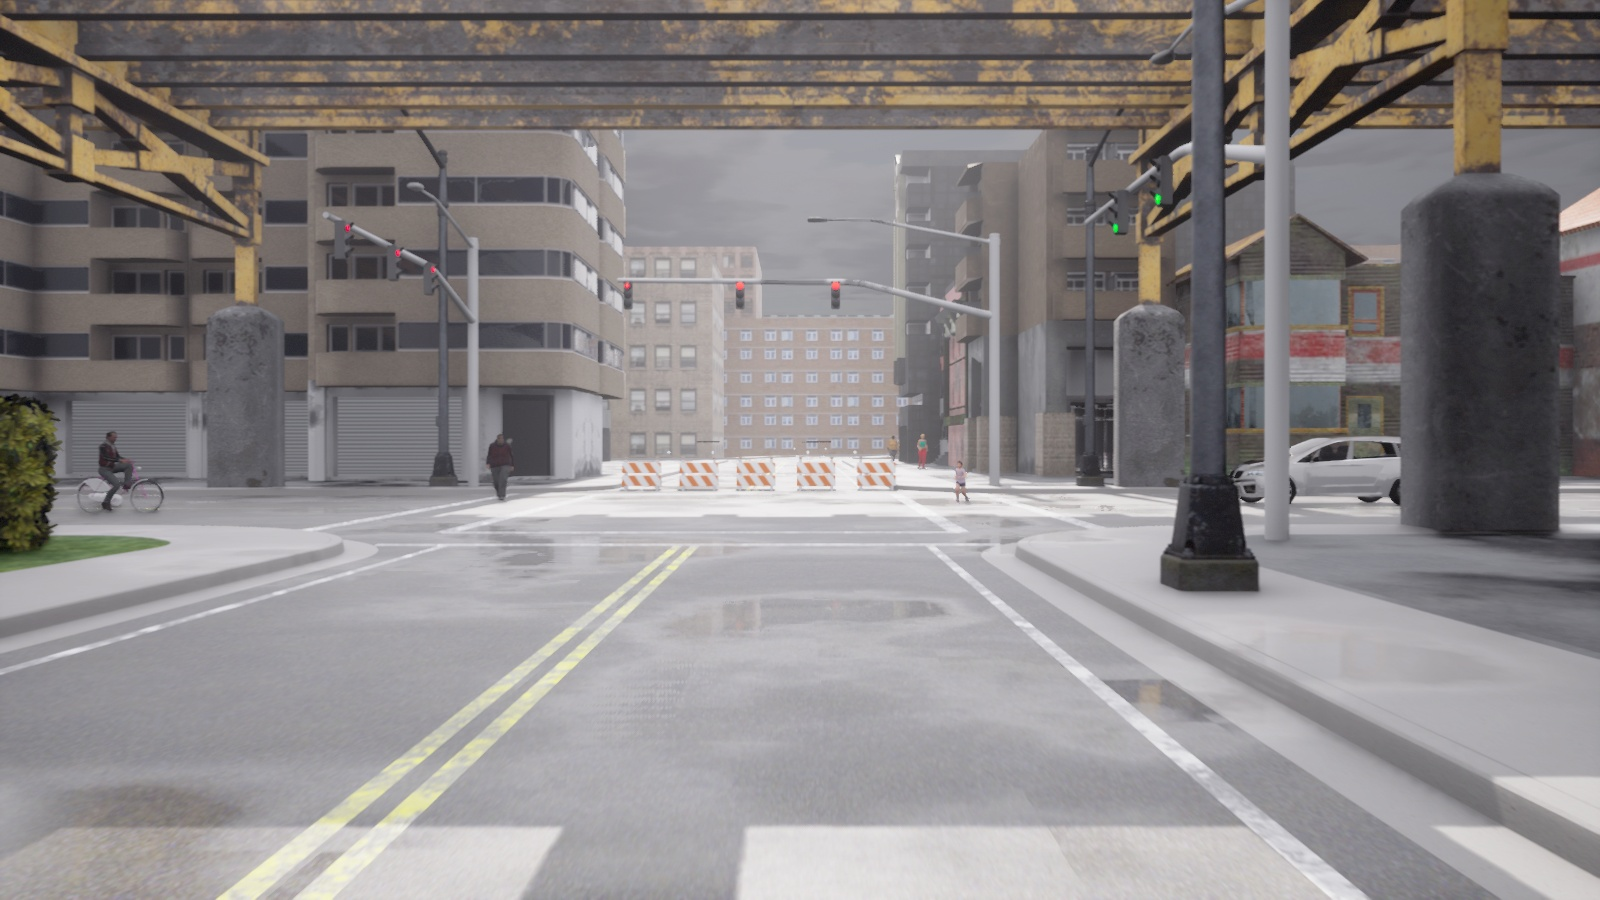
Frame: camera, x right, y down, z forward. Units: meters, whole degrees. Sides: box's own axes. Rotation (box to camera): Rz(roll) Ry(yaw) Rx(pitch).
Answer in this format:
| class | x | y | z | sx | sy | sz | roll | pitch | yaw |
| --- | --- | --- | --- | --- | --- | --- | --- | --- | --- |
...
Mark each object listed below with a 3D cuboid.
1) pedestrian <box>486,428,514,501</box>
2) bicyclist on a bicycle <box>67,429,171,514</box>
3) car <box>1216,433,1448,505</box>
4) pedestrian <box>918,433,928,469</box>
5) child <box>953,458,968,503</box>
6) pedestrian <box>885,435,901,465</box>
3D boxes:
| class | x | y | z | sx | sy | sz | roll | pitch | yaw |
| --- | --- | --- | --- | --- | --- | --- | --- | --- | --- |
| pedestrian | -7.665 | 0.359 | 32.141 | 0.634 | 1.844 | 0.899 | 0 | 0 | -9 |
| bicyclist on a bicycle | -14.465 | 0.455 | 26.705 | 1.843 | 1.776 | 0.659 | 0 | 0 | 0 |
| car | 12.684 | 0.431 | 30.174 | 4.611 | 1.667 | 2.242 | 0 | 0 | 0 |
| pedestrian | 6.288 | 0.055 | 64.211 | 0.345 | 1.836 | 0.594 | 0 | 0 | -7 |
| child | 3.987 | 0.752 | 31.199 | 0.255 | 1.110 | 0.394 | 0 | 0 | 26 |
| pedestrian | 5.793 | -0.024 | 78.133 | 0.874 | 1.855 | 0.900 | 0 | 0 | -4 |
